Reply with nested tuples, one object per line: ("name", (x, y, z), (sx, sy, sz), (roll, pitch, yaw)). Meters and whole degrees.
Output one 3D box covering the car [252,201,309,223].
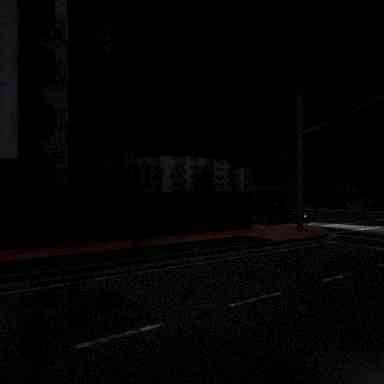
("car", (6.746, 1.491, 26.051), (2.128, 1.511, 4.902), (0, 0, -36))
